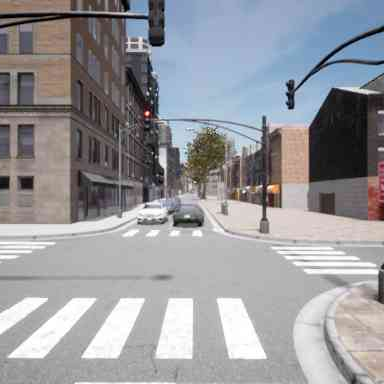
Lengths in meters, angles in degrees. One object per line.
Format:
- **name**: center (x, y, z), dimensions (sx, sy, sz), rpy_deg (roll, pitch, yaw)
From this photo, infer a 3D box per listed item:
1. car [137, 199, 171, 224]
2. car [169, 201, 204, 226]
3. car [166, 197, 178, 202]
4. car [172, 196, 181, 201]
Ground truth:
- **car**: center (-2.831, 1.510, 24.524), dimensions (1.812, 1.442, 4.674), rpy_deg (0, 0, 0)
- **car**: center (-0.190, 1.549, 23.414), dimensions (1.994, 1.385, 4.181), rpy_deg (0, 0, 3)
- **car**: center (-2.825, 1.525, 34.134), dimensions (2.033, 1.411, 5.357), rpy_deg (0, 0, 0)
- **car**: center (-2.789, 1.498, 43.848), dimensions (1.812, 1.442, 4.674), rpy_deg (0, 0, 0)
